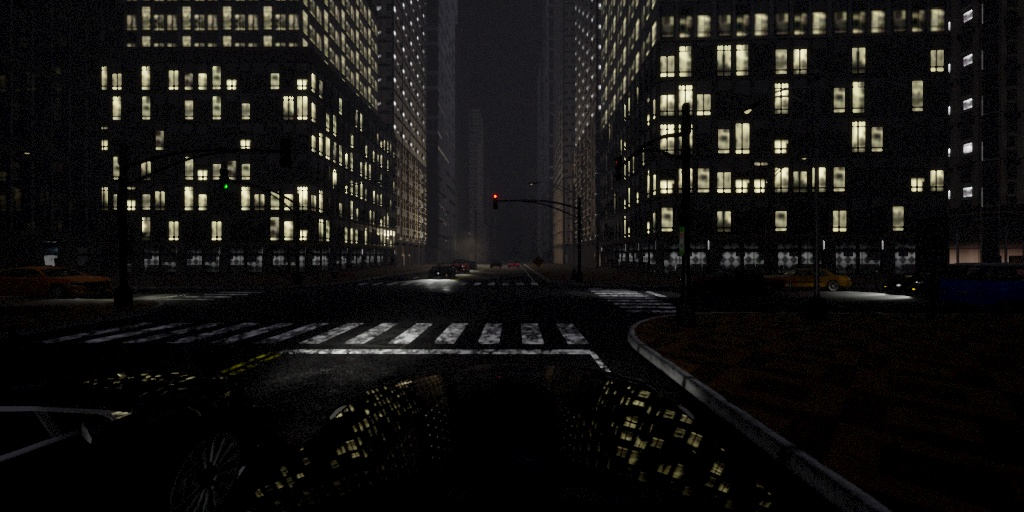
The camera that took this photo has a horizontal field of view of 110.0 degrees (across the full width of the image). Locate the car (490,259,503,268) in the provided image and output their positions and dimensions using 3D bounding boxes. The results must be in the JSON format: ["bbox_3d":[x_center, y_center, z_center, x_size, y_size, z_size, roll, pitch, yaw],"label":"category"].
[{"bbox_3d":[-2.847,1.368,63.817,1.837,1.490,4.892,0,0,0],"label":"car"}]

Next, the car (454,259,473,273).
[{"bbox_3d":[-6.397,1.154,43.385,2.097,1.767,4.553,0,0,0],"label":"car"}]

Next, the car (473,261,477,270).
[{"bbox_3d":[-6.342,1.377,53.881,2.033,1.411,5.357,0,0,0],"label":"car"}]

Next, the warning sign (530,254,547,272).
[{"bbox_3d":[3.042,0.912,41.376,1.300,1.860,1.060,0,0,0],"label":"warning sign"}]

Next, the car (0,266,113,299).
[{"bbox_3d":[-22.310,1.237,17.221,5.008,1.535,1.882,0,0,0],"label":"car"}]

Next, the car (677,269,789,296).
[{"bbox_3d":[11.417,1.369,18.984,4.718,1.301,1.895,0,0,3],"label":"car"}]

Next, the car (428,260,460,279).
[{"bbox_3d":[-6.446,1.345,33.388,1.994,1.385,4.181,0,0,0],"label":"car"}]

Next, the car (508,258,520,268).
[{"bbox_3d":[0.306,1.467,64.434,1.895,1.301,4.718,0,0,0],"label":"car"}]

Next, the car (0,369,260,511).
[{"bbox_3d":[-3.155,1.241,1.188,2.128,1.511,4.902,0,0,0],"label":"car"}]

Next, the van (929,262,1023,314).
[{"bbox_3d":[18.412,1.120,13.141,3.998,1.789,1.690,0,0,2],"label":"van"}]

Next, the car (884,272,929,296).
[{"bbox_3d":[22.061,1.340,18.513,4.181,1.385,1.994,0,0,3],"label":"car"}]

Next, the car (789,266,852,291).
[{"bbox_3d":[17.181,1.294,21.319,4.829,1.417,1.751,0,0,2],"label":"car"}]
